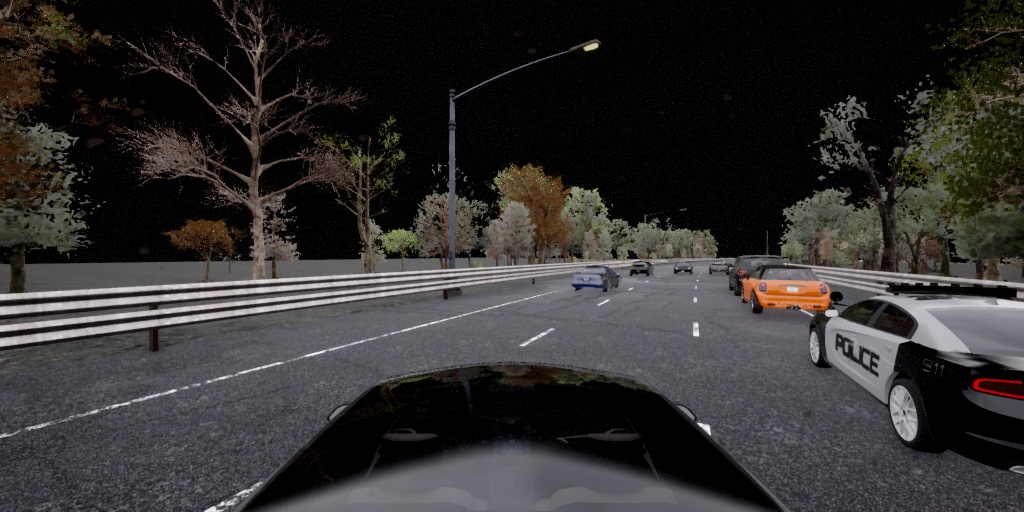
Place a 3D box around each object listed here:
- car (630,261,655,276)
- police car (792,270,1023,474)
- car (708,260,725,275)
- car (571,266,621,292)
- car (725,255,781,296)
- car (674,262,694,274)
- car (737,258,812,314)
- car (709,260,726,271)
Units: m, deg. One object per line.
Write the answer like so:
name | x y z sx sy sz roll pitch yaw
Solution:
car | 13.369 1.267 36.745 1.837 1.490 4.892 0 0 29
police car | 5.634 1.175 4.739 1.930 1.638 5.238 0 0 26
car | 22.662 1.261 39.256 2.128 1.511 4.902 0 0 30
car | 5.104 1.300 21.258 2.033 1.411 5.357 0 0 27
car | 12.749 0.978 18.756 2.150 2.045 5.566 0 0 27
car | 19.537 1.370 40.693 1.895 1.301 4.718 0 0 29
car | 10.006 1.102 13.437 2.097 1.767 4.553 0 0 27
car | 29.190 1.333 50.863 2.033 1.411 5.357 0 0 30
